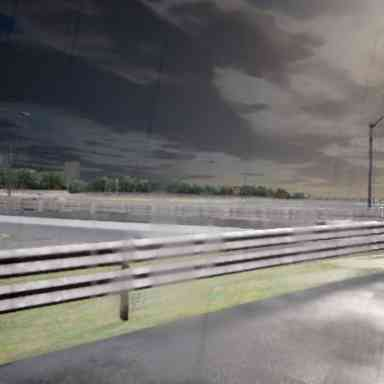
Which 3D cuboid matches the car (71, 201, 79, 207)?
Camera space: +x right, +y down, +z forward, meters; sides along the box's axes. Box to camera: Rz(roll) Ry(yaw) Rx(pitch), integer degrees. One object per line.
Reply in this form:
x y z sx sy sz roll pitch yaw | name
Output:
-16.201 1.380 41.190 4.674 1.442 1.812 1 -1 26 | car

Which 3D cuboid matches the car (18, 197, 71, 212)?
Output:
-14.827 1.231 32.678 4.902 1.511 2.128 1 0 24 | car
